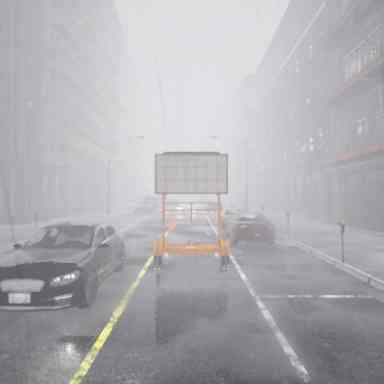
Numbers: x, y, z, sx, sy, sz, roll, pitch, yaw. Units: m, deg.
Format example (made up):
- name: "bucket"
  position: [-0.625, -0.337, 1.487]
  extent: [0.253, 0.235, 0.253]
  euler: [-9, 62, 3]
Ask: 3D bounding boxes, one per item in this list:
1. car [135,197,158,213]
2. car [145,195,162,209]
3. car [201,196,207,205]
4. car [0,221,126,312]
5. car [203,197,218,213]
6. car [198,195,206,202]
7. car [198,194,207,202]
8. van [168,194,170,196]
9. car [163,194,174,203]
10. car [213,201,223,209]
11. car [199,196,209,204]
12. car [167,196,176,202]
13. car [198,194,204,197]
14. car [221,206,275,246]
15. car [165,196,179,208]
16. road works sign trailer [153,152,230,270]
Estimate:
- name: "car"
  position: [-5.313, 1.575, 37.360]
  extent: [1.752, 1.417, 4.829]
  euler: [2, 0, 0]
- name: "car"
  position: [-5.311, 1.378, 43.062]
  extent: [2.192, 1.841, 5.009]
  euler: [2, 0, 0]
- name: "car"
  position: [2.563, 1.613, 43.002]
  extent: [2.008, 1.369, 4.403]
  euler: [1, 0, 0]
- name: "car"
  position: [-2.852, 1.495, 7.954]
  extent: [2.128, 1.511, 4.902]
  euler: [0, 0, 0]
- name: "car"
  position: [2.566, 1.595, 37.471]
  extent: [1.887, 1.381, 4.507]
  euler: [1, 0, 0]
- name: "car"
  position: [2.555, 1.655, 59.594]
  extent: [1.887, 1.381, 4.507]
  euler: [1, 0, 0]
- name: "car"
  position: [2.514, 1.512, 81.718]
  extent: [2.192, 1.841, 5.009]
  euler: [1, 0, 0]
- name: "van"
  position: [-5.321, 1.452, 59.652]
  extent: [1.690, 1.788, 3.998]
  euler: [1, 0, 0]
- name: "car"
  position: [-5.328, 1.489, 76.243]
  extent: [2.192, 1.841, 5.009]
  euler: [1, 0, 0]
- name: "car"
  position: [2.575, 1.544, 21.050]
  extent: [1.752, 1.417, 4.829]
  euler: [1, 0, 0]
- name: "car"
  position: [2.559, 1.591, 70.656]
  extent: [1.967, 1.590, 4.097]
  euler: [1, 0, 0]
- name: "car"
  position: [-5.341, 1.788, 87.305]
  extent: [1.947, 1.339, 4.313]
  euler: [1, 0, 0]
- name: "car"
  position: [2.552, 1.675, 65.124]
  extent: [1.887, 1.381, 4.507]
  euler: [1, 0, 0]
- name: "car"
  position: [2.578, 1.556, 15.348]
  extent: [1.887, 1.381, 4.507]
  euler: [1, 0, 0]
- name: "car"
  position: [-2.868, 1.678, 48.819]
  extent: [1.895, 1.301, 4.718]
  euler: [0, 0, 0]
- name: "road works sign trailer"
  position: [-0.017, 0.470, 11.018]
  extent: [2.380, 3.560, 2.880]
  euler: [0, 0, 0]
